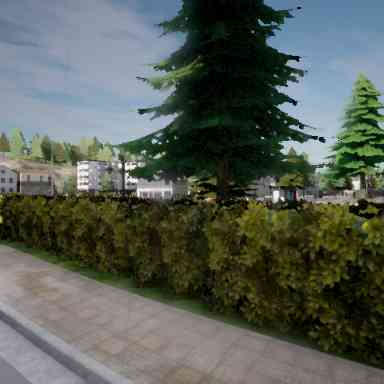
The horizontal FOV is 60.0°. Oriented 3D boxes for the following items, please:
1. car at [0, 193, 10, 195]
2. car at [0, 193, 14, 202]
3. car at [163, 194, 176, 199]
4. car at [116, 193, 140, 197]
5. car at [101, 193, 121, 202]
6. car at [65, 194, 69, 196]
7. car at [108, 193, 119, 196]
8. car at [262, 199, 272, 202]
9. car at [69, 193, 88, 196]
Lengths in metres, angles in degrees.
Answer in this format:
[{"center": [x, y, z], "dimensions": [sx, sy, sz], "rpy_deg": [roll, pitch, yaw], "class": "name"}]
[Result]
[{"center": [-23.122, 1.330, 40.952], "dimensions": [5.027, 1.636, 2.152], "rpy_deg": [0, 0, -45], "class": "car"}, {"center": [-41.101, 1.097, 71.348], "dimensions": [4.605, 1.855, 1.932], "rpy_deg": [0, 0, -45], "class": "car"}, {"center": [-2.229, 1.221, 37.447], "dimensions": [5.566, 2.045, 2.150], "rpy_deg": [0, 0, -45], "class": "car"}, {"center": [-9.685, 1.384, 53.909], "dimensions": [3.806, 1.475, 1.970], "rpy_deg": [0, 0, -45], "class": "car"}, {"center": [-17.533, 1.077, 72.131], "dimensions": [3.866, 1.878, 1.905], "rpy_deg": [0, 0, -45], "class": "car"}, {"center": [-31.208, 1.232, 85.629], "dimensions": [3.806, 1.475, 1.970], "rpy_deg": [0, 0, -45], "class": "car"}, {"center": [-15.205, 1.097, 70.344], "dimensions": [4.605, 1.855, 1.932], "rpy_deg": [0, 0, -45], "class": "car"}, {"center": [9.908, 1.478, 44.353], "dimensions": [5.008, 1.535, 1.882], "rpy_deg": [0, 0, -45], "class": "car"}, {"center": [-26.486, 1.154, 81.271], "dimensions": [5.027, 1.636, 2.152], "rpy_deg": [0, 0, -45], "class": "car"}]
